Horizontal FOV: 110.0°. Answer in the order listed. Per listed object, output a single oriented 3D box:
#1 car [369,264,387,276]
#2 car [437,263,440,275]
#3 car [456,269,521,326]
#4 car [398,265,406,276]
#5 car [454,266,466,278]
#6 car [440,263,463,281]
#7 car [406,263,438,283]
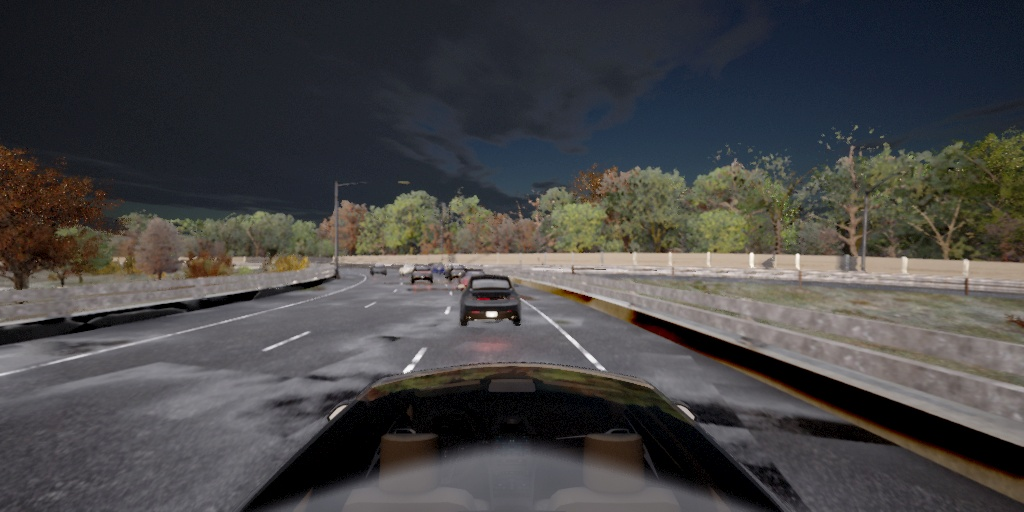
[{"bbox_3d":[-17.601,1.810,47.081,2.128,1.511,4.902,0,-1,-25],"label":"car"},{"bbox_3d":[-10.164,1.669,47.654,2.097,1.767,4.553,0,-1,-24],"label":"car"},{"bbox_3d":[-0.799,1.385,12.353,1.837,1.490,4.892,0,0,-6],"label":"car"},{"bbox_3d":[-13.555,1.836,46.695,1.812,1.442,4.674,0,-1,-24],"label":"car"},{"bbox_3d":[-2.586,1.585,23.932,1.994,1.385,4.181,0,-1,-11],"label":"car"},{"bbox_3d":[-5.589,1.657,35.827,2.128,1.511,4.902,0,-1,-18],"label":"car"},{"bbox_3d":[-8.394,1.629,33.099,2.128,1.511,4.902,0,-1,-17],"label":"car"}]
